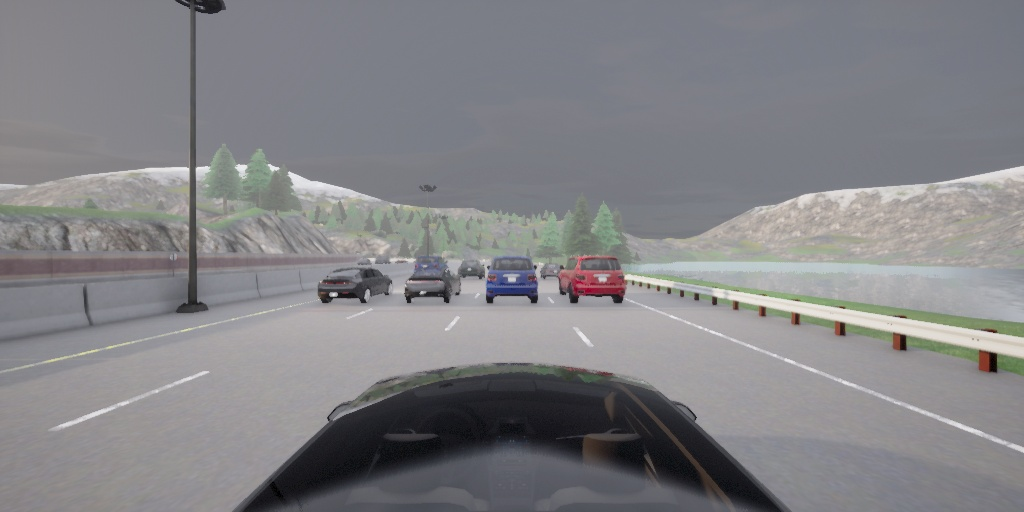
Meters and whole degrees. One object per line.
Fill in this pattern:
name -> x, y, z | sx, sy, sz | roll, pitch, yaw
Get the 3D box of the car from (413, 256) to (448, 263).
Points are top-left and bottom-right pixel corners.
car -> -7.000, 1.005, 31.530 | 2.150, 2.045, 5.566 | 0, 0, 0

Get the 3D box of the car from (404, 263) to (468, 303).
car -> -3.500, 1.242, 16.500 | 2.128, 1.511, 4.902 | 0, 0, 0

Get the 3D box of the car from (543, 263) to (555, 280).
car -> 3.500, 1.311, 31.500 | 2.033, 1.411, 5.357 | 0, 0, 0

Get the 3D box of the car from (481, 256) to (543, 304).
car -> 0.000, 1.005, 16.530 | 2.150, 2.045, 5.566 | 0, 0, 0

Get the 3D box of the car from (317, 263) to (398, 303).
car -> -7.000, 1.263, 16.500 | 1.837, 1.490, 4.892 | 0, 0, 0

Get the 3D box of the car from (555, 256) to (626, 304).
car -> 3.500, 1.005, 16.530 | 2.150, 2.045, 5.566 | 0, 0, 0

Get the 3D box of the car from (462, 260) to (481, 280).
car -> -3.500, 1.113, 31.470 | 2.097, 1.767, 4.553 | 0, 0, 0
